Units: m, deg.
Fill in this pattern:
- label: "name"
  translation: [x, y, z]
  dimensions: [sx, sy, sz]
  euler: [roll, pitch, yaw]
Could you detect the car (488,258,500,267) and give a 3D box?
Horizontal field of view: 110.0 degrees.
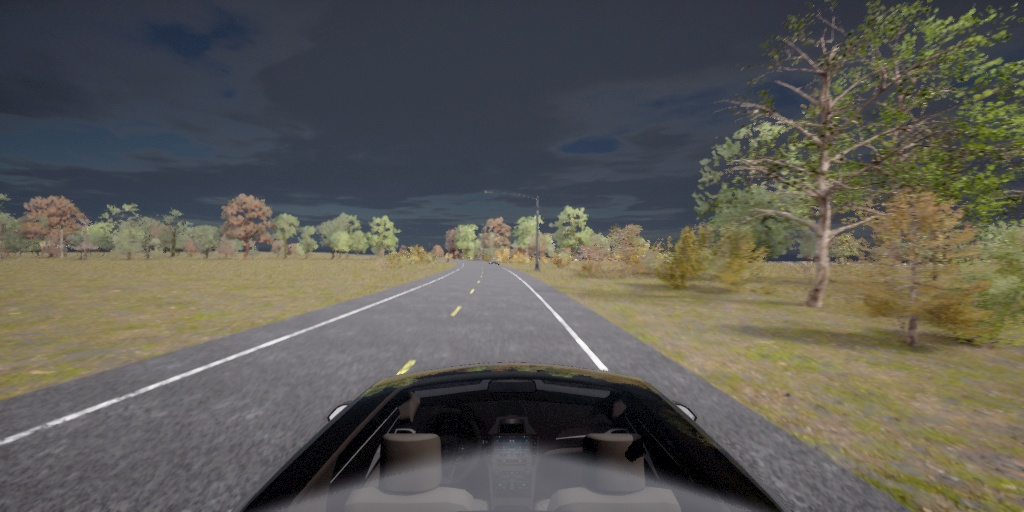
- label: "car"
  translation: [-2.864, 1.022, 56.462]
  dimensions: [1.895, 1.301, 4.718]
  euler: [0, 0, -5]
